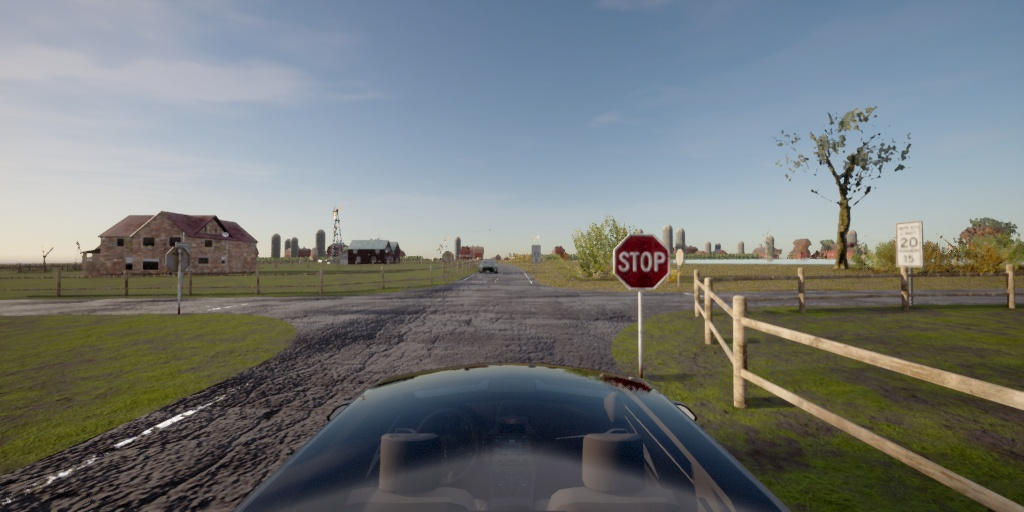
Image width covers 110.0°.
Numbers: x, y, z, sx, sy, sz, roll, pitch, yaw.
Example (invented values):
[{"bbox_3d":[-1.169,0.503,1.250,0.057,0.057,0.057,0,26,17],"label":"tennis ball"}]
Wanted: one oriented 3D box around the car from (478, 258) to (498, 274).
[{"bbox_3d":[-2.664,1.129,41.141,2.097,1.767,4.553,0,0,0],"label":"car"}]
